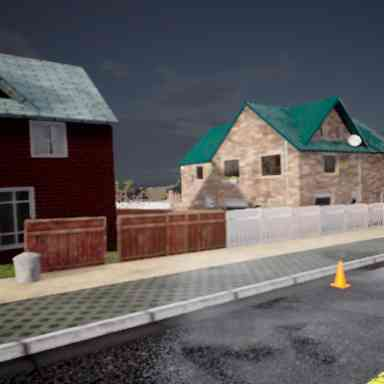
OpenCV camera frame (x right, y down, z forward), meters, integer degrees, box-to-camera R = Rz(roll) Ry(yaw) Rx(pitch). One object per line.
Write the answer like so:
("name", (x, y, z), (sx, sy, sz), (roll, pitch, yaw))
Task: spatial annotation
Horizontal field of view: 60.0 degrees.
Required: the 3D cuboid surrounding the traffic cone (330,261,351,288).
("traffic cone", (3.571, 1.950, 7.991), (0.340, 0.580, 0.340), (0, 0, -36))
